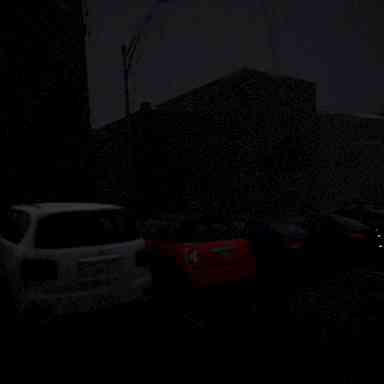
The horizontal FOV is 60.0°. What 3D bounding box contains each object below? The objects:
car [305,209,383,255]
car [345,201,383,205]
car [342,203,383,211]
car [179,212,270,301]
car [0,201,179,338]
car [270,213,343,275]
[{"bbox_3d":[4.330,1.444,12.085,2.002,1.452,4.674,-1,0,-35],"label":"car"},{"bbox_3d":[9.094,1.236,15.524,2.185,1.767,4.553,-1,0,-35],"label":"car"},{"bbox_3d":[6.704,1.412,13.817,2.163,1.488,4.792,0,0,-35],"label":"car"},{"bbox_3d":[-0.541,1.322,8.578,2.185,1.767,4.553,0,0,-35],"label":"car"},{"bbox_3d":[-2.867,1.217,6.993,2.435,2.045,5.566,-1,0,-35],"label":"car"},{"bbox_3d":[1.836,1.466,10.307,2.002,1.452,4.674,0,0,-35],"label":"car"}]
